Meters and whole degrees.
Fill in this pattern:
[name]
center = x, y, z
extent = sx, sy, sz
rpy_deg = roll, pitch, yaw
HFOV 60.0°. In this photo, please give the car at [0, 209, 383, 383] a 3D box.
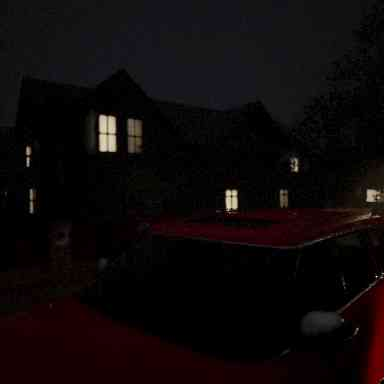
[car]
center = 0.473, 1.242, 3.208
extent = 2.150, 2.045, 5.566
rpy_deg = 0, 0, 43
